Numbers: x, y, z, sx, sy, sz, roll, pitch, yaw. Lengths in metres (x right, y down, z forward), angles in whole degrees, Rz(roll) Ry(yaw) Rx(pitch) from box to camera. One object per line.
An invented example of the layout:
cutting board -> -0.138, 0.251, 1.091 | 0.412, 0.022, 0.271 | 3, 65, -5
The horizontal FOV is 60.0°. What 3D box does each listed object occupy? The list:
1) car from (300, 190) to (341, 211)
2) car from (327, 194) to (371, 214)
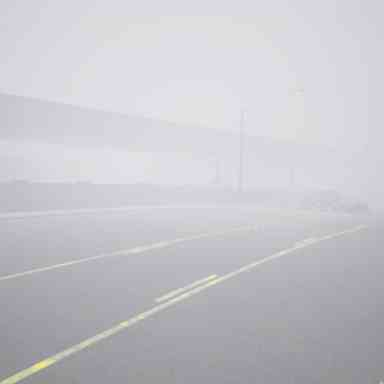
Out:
car -> 13.211, 0.814, 33.633 | 5.566, 2.045, 2.150 | 2, 1, -39
car -> 14.508, 1.212, 30.172 | 4.674, 1.442, 1.812 | 2, 1, -40
